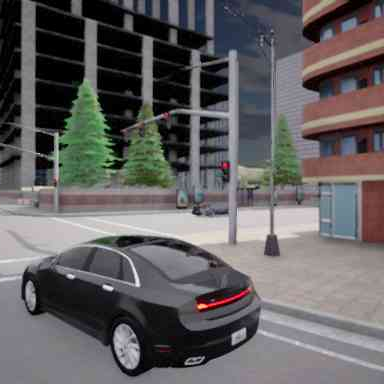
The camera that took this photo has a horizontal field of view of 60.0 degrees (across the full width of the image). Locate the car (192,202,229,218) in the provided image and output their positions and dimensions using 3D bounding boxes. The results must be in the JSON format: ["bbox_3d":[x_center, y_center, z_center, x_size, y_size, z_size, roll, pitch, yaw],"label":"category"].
[{"bbox_3d":[2.050,1.575,30.422,4.181,1.385,1.994,0,0,-34],"label":"car"}]

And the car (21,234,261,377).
[{"bbox_3d":[-1.213,1.492,5.655,4.892,1.490,1.837,0,0,43],"label":"car"}]
